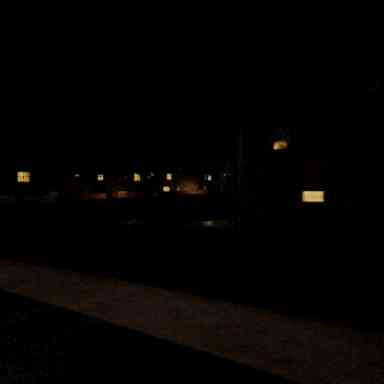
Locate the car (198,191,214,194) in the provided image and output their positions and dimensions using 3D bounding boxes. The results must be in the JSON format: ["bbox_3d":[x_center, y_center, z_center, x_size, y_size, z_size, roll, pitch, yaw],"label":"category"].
[{"bbox_3d":[2.055,0.663,53.820,2.128,1.511,4.902,1,2,37],"label":"car"}]
